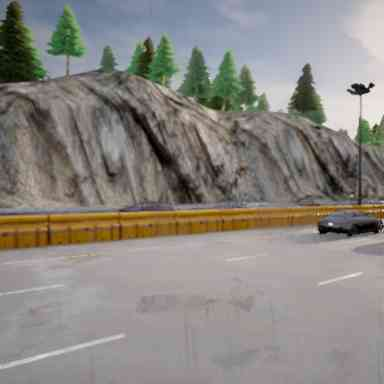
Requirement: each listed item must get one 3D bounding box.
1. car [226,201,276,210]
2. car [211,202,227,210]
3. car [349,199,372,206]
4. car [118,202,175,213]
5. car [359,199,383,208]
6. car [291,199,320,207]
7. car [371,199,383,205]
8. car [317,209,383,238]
[{"bbox_3d":[5.614,1.667,29.514,4.674,1.442,1.812,1,0,-36],"label":"car"},{"bbox_3d":[3.977,1.637,32.646,4.902,1.511,2.128,1,0,-36],"label":"car"},{"bbox_3d":[24.222,1.814,47.146,4.892,1.490,1.837,1,-1,-36],"label":"car"},{"bbox_3d":[-4.217,1.643,31.120,5.357,1.411,2.033,0,0,-36],"label":"car"},{"bbox_3d":[30.589,1.922,56.062,5.357,1.411,2.033,0,0,-36],"label":"car"},{"bbox_3d":[15.440,1.759,45.143,4.892,1.490,1.837,1,0,-36],"label":"car"},{"bbox_3d":[26.652,1.804,44.584,4.902,1.511,2.128,1,0,-36],"label":"car"},{"bbox_3d":[8.966,1.682,18.760,4.181,1.385,1.994,0,0,-36],"label":"car"}]
